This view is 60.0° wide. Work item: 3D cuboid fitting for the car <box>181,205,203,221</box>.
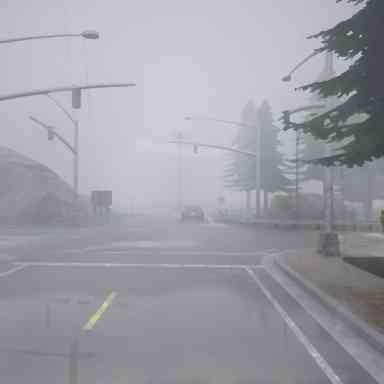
[{"bbox_3d":[0.036,1.899,30.874,1.994,1.385,4.181,0,-1,0],"label":"car"}]
